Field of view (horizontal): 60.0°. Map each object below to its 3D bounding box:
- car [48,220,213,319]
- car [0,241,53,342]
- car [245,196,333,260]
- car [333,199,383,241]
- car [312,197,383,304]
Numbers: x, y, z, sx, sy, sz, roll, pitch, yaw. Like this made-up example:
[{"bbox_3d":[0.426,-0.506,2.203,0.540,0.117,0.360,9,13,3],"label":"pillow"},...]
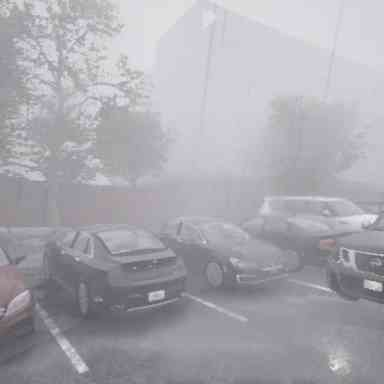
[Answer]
[{"bbox_3d":[-1.991,1.469,7.538,2.231,1.521,4.892,0,0,-35],"label":"car"},{"bbox_3d":[-4.169,1.519,5.995,2.002,1.452,4.674,0,0,-35],"label":"car"},{"bbox_3d":[4.947,1.181,12.458,2.435,2.045,5.566,0,0,-35],"label":"car"},{"bbox_3d":[9.360,1.284,15.678,2.185,1.767,4.553,0,0,-35],"label":"car"},{"bbox_3d":[5.252,1.186,7.122,5.566,2.045,2.150,0,0,-35],"label":"car"}]
